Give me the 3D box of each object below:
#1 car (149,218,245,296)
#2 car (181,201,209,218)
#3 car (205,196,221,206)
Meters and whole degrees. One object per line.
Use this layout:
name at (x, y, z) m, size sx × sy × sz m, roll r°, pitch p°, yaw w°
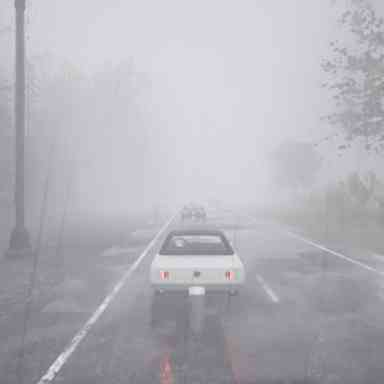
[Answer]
car at (0.099, 1.605, 8.601) m, size 1.895 × 1.301 × 4.718 m, roll 0°, pitch 0°, yaw 0°
car at (0.104, 1.613, 26.705) m, size 1.895 × 1.301 × 4.718 m, roll 0°, pitch 0°, yaw 0°
car at (3.615, 1.592, 54.679) m, size 1.994 × 1.385 × 4.181 m, roll 0°, pitch 0°, yaw 0°
